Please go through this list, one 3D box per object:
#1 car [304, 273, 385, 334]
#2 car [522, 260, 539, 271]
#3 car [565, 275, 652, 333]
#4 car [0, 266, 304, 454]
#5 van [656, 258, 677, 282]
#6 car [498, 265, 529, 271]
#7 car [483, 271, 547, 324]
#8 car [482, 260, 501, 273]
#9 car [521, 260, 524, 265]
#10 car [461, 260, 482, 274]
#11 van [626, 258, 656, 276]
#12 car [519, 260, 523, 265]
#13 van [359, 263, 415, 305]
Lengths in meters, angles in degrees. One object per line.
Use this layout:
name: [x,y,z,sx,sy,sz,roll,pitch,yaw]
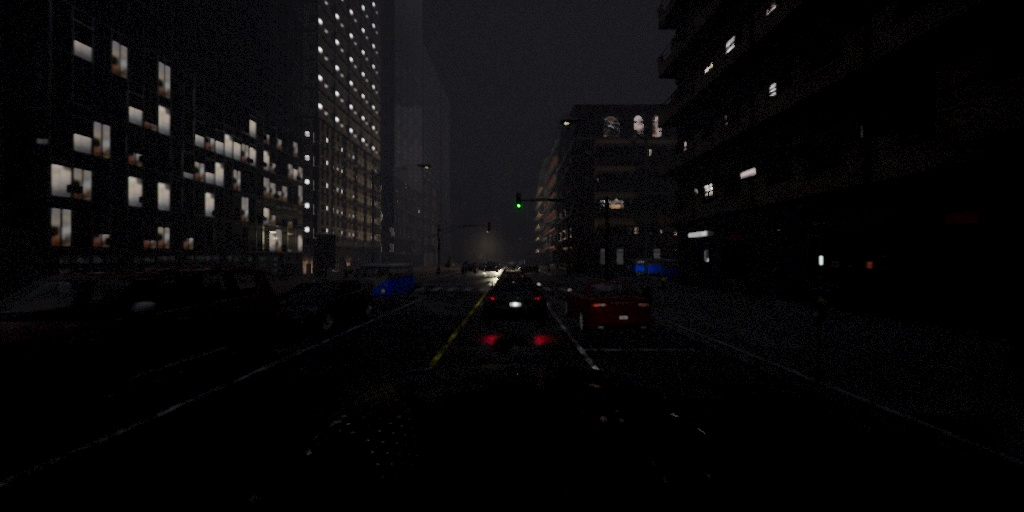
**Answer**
car: [-5.692,1.387,10.857,1.948,1.339,4.313,0,0,0]
car: [2.690,1.683,48.768,1.888,1.381,4.507,0,0,0]
car: [2.689,1.367,10.856,1.888,1.381,4.507,0,0,0]
car: [-5.692,1.093,5.334,2.192,1.841,5.009,0,0,0]
van: [13.743,1.111,27.961,3.998,1.789,1.690,0,0,0]
car: [0.102,1.561,27.904,1.895,1.301,4.718,0,0,0]
car: [0.098,1.398,12.452,1.994,1.385,4.181,0,0,0]
car: [-3.071,1.527,52.991,2.097,1.767,4.553,0,-1,0]
car: [2.690,1.730,54.294,1.888,1.381,4.507,0,0,0]
car: [-5.690,1.452,48.769,2.192,1.841,5.009,0,0,0]
van: [13.721,1.140,36.342,3.998,1.789,1.690,0,0,0]
car: [2.691,1.674,59.822,1.967,1.591,4.097,0,0,0]
van: [-5.691,1.206,16.380,1.690,1.789,3.998,0,0,0]
